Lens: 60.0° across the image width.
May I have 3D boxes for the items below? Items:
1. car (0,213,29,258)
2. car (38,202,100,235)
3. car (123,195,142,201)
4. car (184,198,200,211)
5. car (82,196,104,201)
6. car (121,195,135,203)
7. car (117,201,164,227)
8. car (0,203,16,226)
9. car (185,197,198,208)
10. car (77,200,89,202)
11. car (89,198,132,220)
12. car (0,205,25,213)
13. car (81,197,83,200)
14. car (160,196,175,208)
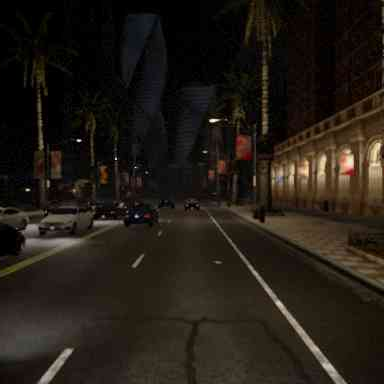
[{"bbox_3d":[-7.071,1.567,10.449,1.994,1.385,4.181,0,0,0],"label":"car"},{"bbox_3d":[-7.010,1.531,19.043,1.812,1.442,4.674,0,0,0],"label":"car"},{"bbox_3d":[-6.977,1.363,39.066,2.097,1.767,4.553,0,0,0],"label":"car"},{"bbox_3d":[0.006,1.612,41.008,1.895,1.301,4.718,0,0,-1],"label":"car"},{"bbox_3d":[-10.476,1.503,38.228,2.128,1.511,4.902,0,0,0],"label":"car"},{"bbox_3d":[-13.921,1.502,72.807,2.231,1.521,4.892,0,0,-1],"label":"car"},{"bbox_3d":[-3.398,1.554,22.993,2.033,1.411,5.357,0,0,0],"label":"car"},{"bbox_3d":[-13.690,1.520,21.502,2.161,1.482,4.786,0,0,-1],"label":"car"},{"bbox_3d":[-0.101,1.562,51.188,2.033,1.411,5.357,0,0,-1],"label":"car"},{"bbox_3d":[-10.498,1.609,27.783,1.895,1.301,4.718,0,0,0],"label":"car"},{"bbox_3d":[-6.997,1.556,28.936,2.033,1.411,5.357,0,0,0],"label":"car"},{"bbox_3d":[-10.514,1.531,17.848,1.812,1.442,4.674,0,0,0],"label":"car"},{"bbox_3d":[-13.617,1.367,43.433,2.185,1.767,4.553,0,0,-1],"label":"car"},{"bbox_3d":[-3.502,1.365,47.074,2.097,1.767,4.553,0,0,0],"label":"car"}]
